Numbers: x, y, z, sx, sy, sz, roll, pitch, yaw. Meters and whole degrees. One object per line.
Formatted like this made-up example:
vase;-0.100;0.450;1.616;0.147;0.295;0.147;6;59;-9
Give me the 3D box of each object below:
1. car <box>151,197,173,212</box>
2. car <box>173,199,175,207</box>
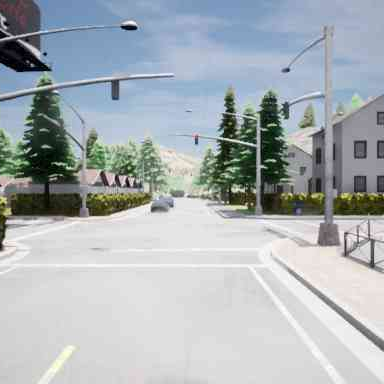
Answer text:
car;-3.621;1.542;38.478;2.033;1.411;5.357;0;0;0
car;-3.609;1.470;48.761;1.882;1.535;5.008;0;0;0
